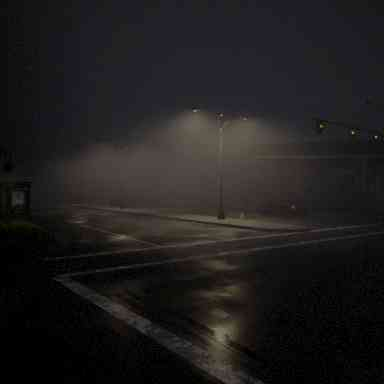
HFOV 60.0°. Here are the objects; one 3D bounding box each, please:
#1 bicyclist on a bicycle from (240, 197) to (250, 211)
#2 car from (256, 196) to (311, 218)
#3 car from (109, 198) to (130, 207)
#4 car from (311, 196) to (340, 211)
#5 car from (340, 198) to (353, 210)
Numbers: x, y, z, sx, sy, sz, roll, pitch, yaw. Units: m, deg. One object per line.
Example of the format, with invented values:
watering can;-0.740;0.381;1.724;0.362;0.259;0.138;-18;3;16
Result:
bicyclist on a bicycle;6.289;1.430;39.750;1.656;1.620;0.582;-6;-7;-37
car;7.896;1.352;29.897;2.097;1.767;4.553;0;0;-35
car;-11.125;1.564;50.712;1.994;1.385;4.181;0;0;-35
car;13.867;1.295;38.113;2.242;1.667;4.611;0;0;-35
car;18.130;1.456;42.039;1.970;1.475;3.806;0;0;-35
